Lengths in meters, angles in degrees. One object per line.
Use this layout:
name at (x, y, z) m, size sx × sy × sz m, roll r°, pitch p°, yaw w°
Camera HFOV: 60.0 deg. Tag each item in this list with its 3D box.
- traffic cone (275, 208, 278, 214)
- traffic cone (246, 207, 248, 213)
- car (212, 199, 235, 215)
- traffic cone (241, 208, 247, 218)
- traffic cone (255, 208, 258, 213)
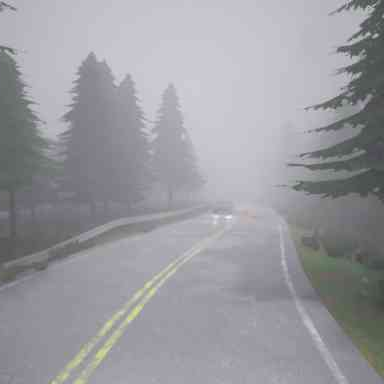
traffic cone at (8.557, 1.941, 33.731) m, size 0.340 × 0.580 × 0.340 m, roll 1°, pitch 0°, yaw 12°
traffic cone at (4.750, 1.879, 30.477) m, size 0.340 × 0.580 × 0.340 m, roll 1°, pitch 0°, yaw 13°
car at (3.194, 1.420, 32.789) m, size 2.033 × 1.411 × 5.357 m, roll 1°, pitch 0°, yaw 12°
traffic cone at (4.303, 1.884, 28.528) m, size 0.340 × 0.580 × 0.340 m, roll 1°, pitch 0°, yaw 13°
traffic cone at (6.614, 1.896, 34.146) m, size 0.340 × 0.580 × 0.340 m, roll 1°, pitch 0°, yaw 13°
